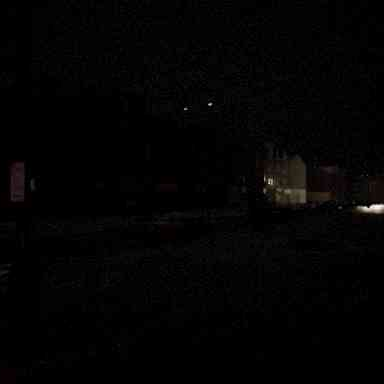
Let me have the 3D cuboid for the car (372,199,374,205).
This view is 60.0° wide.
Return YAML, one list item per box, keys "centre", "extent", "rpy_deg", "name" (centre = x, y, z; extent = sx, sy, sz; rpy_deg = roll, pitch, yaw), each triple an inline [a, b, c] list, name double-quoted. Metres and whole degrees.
- centre: [35.076, 2.206, 67.373]
  extent: [1.887, 1.381, 4.507]
  rpy_deg: [-1, -2, 35]
  name: "car"

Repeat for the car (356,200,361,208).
- centre: [25.334, 2.007, 53.593]
  extent: [2.008, 1.369, 4.403]
  rpy_deg: [-1, -1, 35]
  name: "car"

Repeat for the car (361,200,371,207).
- centre: [31.830, 2.141, 62.781]
  extent: [2.008, 1.369, 4.403]
  rpy_deg: [-1, -1, 35]
  name: "car"

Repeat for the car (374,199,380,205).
- centre: [44.818, 2.455, 81.153]
  extent: [2.008, 1.369, 4.403]
  rpy_deg: [-2, -2, 35]
  name: "car"

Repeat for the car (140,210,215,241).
- centre: [-0.548, 1.592, 16.984]
  extent: [1.752, 1.417, 4.829]
  rpy_deg: [-1, -1, 35]
  name: "car"

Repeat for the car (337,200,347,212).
- centre: [18.838, 1.778, 44.408]
  extent: [1.967, 1.590, 4.097]
  rpy_deg: [-1, -1, 35]
  name: "car"

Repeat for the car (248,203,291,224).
- centre: [5.849, 1.709, 26.032]
  extent: [1.947, 1.339, 4.313]
  rpy_deg: [-1, -1, 35]
  name: "car"

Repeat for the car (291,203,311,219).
- centre: [9.097, 1.737, 30.626]
  extent: [2.008, 1.369, 4.403]
  rpy_deg: [-1, -1, 35]
  name: "car"

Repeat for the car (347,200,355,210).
- centre: [22.087, 1.946, 49.000]
  extent: [2.008, 1.369, 4.403]
  rpy_deg: [-1, -1, 35]
  name: "car"

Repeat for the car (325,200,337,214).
- centre: [15.592, 1.828, 39.813]
  extent: [1.887, 1.381, 4.507]
  rpy_deg: [-1, -1, 35]
  name: "car"

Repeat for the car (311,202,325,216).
- centre: [12.344, 1.815, 35.219]
  extent: [1.802, 1.307, 4.206]
  rpy_deg: [-1, -1, 35]
  name: "car"
